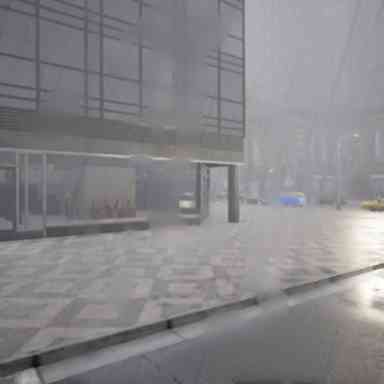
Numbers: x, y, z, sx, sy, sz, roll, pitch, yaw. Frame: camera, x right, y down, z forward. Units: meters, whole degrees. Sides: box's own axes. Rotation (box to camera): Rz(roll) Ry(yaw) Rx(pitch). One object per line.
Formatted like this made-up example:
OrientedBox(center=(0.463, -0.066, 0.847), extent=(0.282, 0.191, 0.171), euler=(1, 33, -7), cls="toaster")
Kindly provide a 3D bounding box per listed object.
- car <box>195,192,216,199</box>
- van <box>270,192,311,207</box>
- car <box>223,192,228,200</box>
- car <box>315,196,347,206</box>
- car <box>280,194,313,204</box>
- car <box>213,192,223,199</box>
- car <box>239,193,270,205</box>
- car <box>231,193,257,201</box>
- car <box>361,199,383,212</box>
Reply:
OrientedBox(center=(2.734, 0.729, 68.328), extent=(2.008, 1.369, 4.403), euler=(1, 0, -35), cls="car")
OrientedBox(center=(11.947, 0.947, 40.448), extent=(1.690, 1.788, 3.998), euler=(0, 0, -35), cls="van")
OrientedBox(center=(5.971, 0.699, 63.736), extent=(1.967, 1.590, 4.097), euler=(1, 0, -35), cls="car")
OrientedBox(center=(18.910, 1.134, 45.366), extent=(1.947, 1.339, 4.313), euler=(1, 0, -35), cls="car")
OrientedBox(center=(15.677, 1.043, 49.958), extent=(1.887, 1.381, 4.507), euler=(1, 0, -35), cls="car")
OrientedBox(center=(2.337, 0.907, 54.090), extent=(1.752, 1.417, 4.829), euler=(1, 0, -35), cls="car")
OrientedBox(center=(8.711, 1.086, 45.041), extent=(2.008, 1.369, 4.403), euler=(1, 0, -35), cls="car")
OrientedBox(center=(9.204, 0.892, 59.145), extent=(2.008, 1.369, 4.403), euler=(1, 0, -35), cls="car")
OrientedBox(center=(18.516, 1.254, 31.120), extent=(1.752, 1.417, 4.829), euler=(0, 0, -35), cls="car")
